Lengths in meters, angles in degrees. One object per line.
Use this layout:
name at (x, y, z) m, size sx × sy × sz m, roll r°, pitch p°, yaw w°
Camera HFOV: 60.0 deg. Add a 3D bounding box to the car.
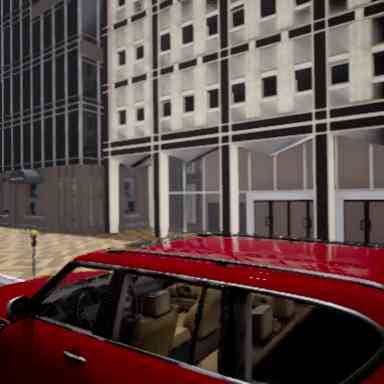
car at (-0.180, 1.333, 3.008) m, size 5.009 × 1.841 × 2.192 m, roll -1°, pitch -1°, yaw 36°
